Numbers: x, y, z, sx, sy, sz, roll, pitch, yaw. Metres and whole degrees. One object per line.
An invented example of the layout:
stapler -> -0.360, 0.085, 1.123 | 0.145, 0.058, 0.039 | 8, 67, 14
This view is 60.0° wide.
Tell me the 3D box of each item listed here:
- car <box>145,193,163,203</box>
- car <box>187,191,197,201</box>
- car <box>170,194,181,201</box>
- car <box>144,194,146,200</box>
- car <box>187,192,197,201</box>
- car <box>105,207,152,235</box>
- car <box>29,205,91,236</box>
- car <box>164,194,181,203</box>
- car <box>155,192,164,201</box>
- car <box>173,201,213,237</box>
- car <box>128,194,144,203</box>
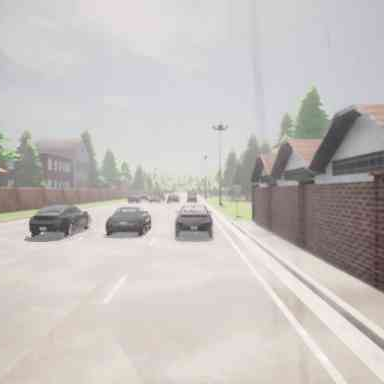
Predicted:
car -> -6.992, 1.402, 62.086 | 1.895, 1.301, 4.718 | 0, 0, 0
car -> 0.010, 0.908, 72.180 | 2.150, 2.045, 5.566 | 0, 0, 0
car -> -3.491, 1.159, 71.321 | 2.033, 1.411, 5.357 | 0, 0, 0
car -> -10.491, 1.098, 71.322 | 1.882, 1.535, 5.008 | 0, 0, 0
car -> 0.008, 1.279, 61.702 | 1.882, 1.535, 5.008 | 0, 0, 0
car -> -3.398, 1.505, 18.444 | 1.994, 1.385, 4.181 | 0, 0, 0
car -> -6.898, 1.448, 17.831 | 1.837, 1.490, 4.892 | 0, 0, 0
car -> -3.492, 1.155, 61.289 | 2.097, 1.767, 4.553 | 0, 0, 0
car -> -6.990, 0.909, 72.181 | 2.150, 2.045, 5.566 | 0, 0, 0
car -> 0.101, 1.434, 17.752 | 2.128, 1.511, 4.902 | 0, 0, 0
car -> -10.492, 1.282, 60.903 | 1.882, 1.535, 5.008 | 0, 0, 0
